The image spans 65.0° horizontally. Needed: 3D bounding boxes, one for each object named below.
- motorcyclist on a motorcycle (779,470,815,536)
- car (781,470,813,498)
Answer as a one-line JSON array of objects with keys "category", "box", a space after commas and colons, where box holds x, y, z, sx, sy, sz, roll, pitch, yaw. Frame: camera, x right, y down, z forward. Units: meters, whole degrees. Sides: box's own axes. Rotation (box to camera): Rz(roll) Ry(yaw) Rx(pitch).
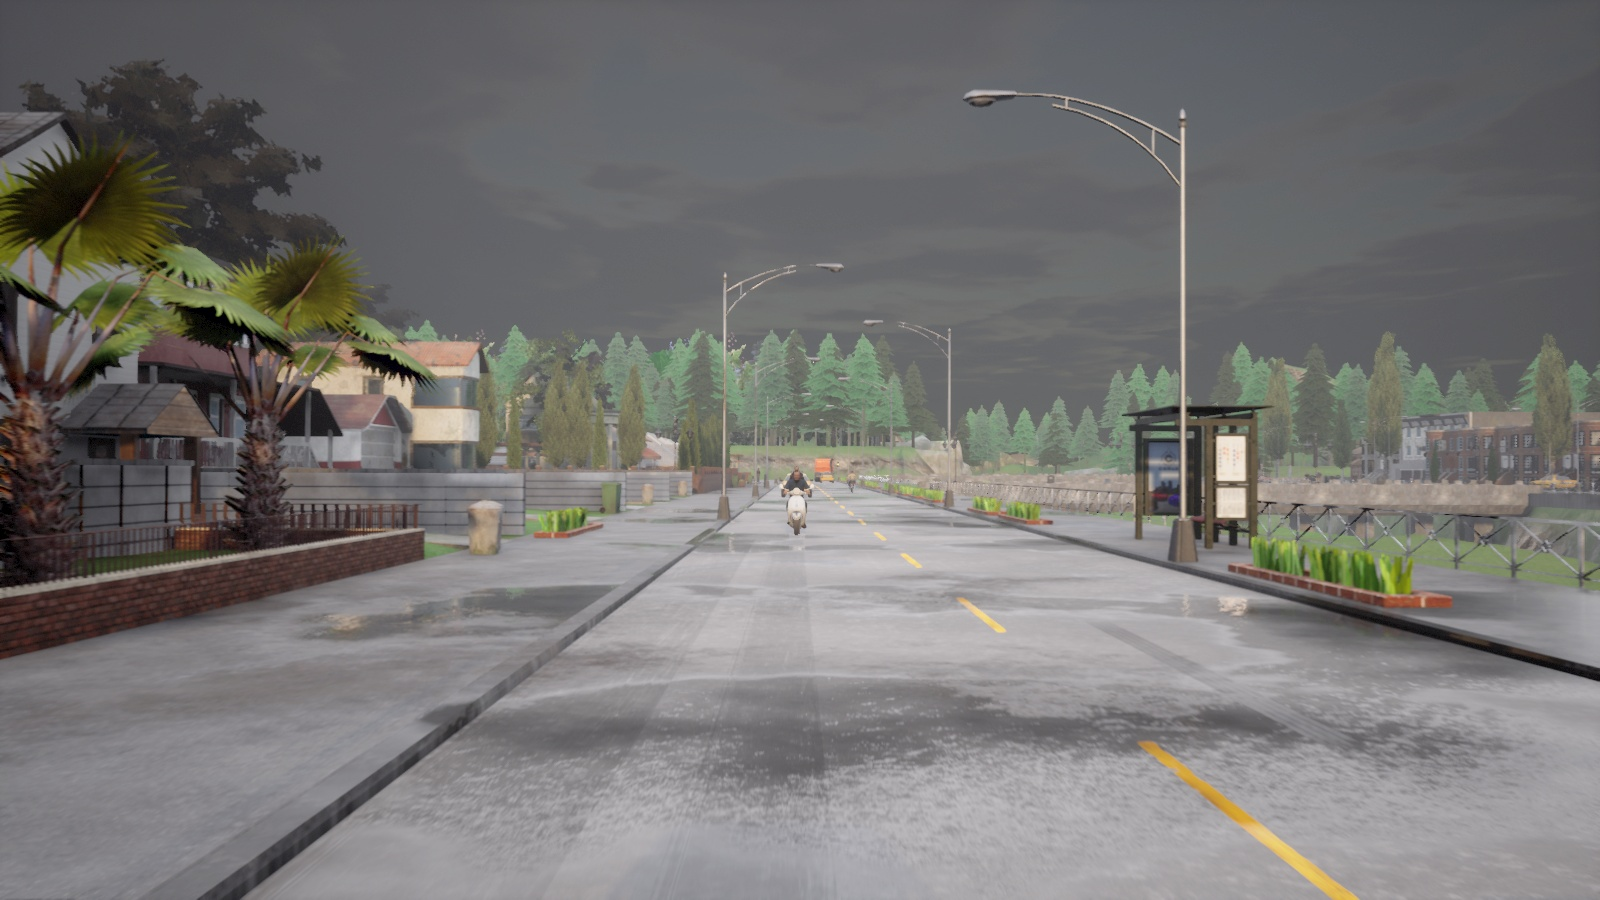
[{"category": "motorcyclist on a motorcycle", "box": [-0.073, 1.288, 31.029, 0.866, 1.590, 1.817, 0, -1, 0]}, {"category": "car", "box": [-0.176, 2.006, 74.793, 1.801, 1.575, 5.366, 0, -1, 0]}]
